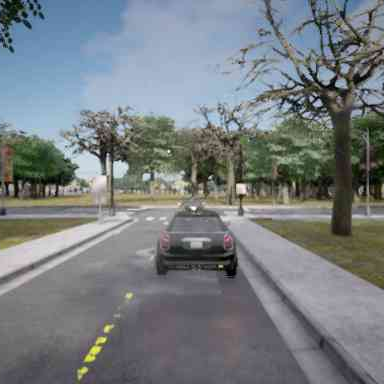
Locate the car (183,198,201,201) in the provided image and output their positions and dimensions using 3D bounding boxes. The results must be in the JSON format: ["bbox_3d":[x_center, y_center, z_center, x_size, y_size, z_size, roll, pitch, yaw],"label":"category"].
[{"bbox_3d":[-0.073,1.273,26.944,2.097,1.767,4.553,0,0,-4],"label":"car"}]

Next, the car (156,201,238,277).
[{"bbox_3d":[0.137,1.318,10.325,2.097,1.767,4.553,0,0,1],"label":"car"}]
